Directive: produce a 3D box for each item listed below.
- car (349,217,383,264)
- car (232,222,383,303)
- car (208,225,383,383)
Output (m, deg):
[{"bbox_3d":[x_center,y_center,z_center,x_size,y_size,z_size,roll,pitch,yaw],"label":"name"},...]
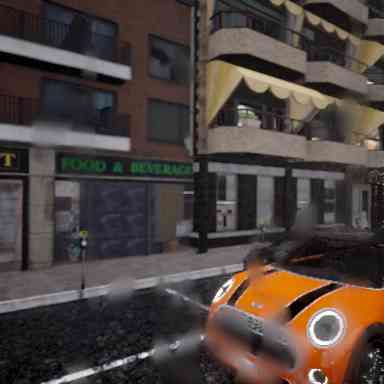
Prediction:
[{"bbox_3d":[7.936,1.692,12.232,4.403,1.369,2.008,1,0,-36],"label":"car"},{"bbox_3d":[3.340,1.648,8.949,4.313,1.339,1.947,1,0,-36],"label":"car"},{"bbox_3d":[2.436,1.403,5.121,4.553,1.767,2.097,1,0,-36],"label":"car"}]
